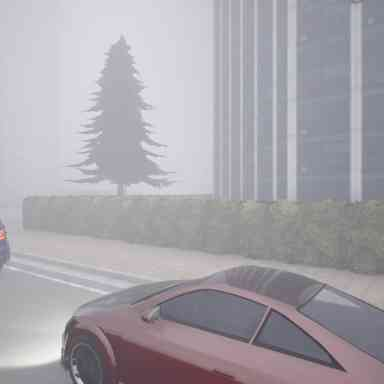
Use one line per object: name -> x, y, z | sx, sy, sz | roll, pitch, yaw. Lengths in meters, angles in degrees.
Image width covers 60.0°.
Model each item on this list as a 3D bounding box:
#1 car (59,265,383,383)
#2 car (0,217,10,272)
car -> 0.434, 1.564, 3.683 | 4.181, 1.385, 1.994 | 0, 0, 35
car -> -7.179, 1.221, 9.072 | 5.566, 2.045, 2.150 | 0, 0, 35
